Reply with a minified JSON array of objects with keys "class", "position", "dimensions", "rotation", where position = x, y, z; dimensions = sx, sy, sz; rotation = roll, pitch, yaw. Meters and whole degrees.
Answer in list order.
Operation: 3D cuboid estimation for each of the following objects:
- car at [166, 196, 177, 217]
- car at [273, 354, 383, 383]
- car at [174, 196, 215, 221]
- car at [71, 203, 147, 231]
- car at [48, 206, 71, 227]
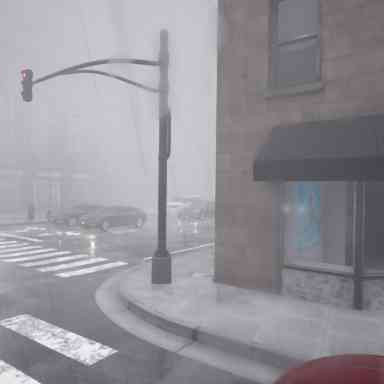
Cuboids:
[{"class":"car","position":[-0.816,1.389,33.050],"dimensions":[2.150,2.045,5.566],"rotation":[1,0,36]},{"class":"car","position":[2.382,1.545,1.254],"dimensions":[4.507,1.381,1.887],"rotation":[0,1,35]},{"class":"car","position":[0.888,1.550,29.847],"dimensions":[2.097,1.767,4.553],"rotation":[1,0,36]},{"class":"car","position":[-5.014,1.616,21.566],"dimensions":[1.837,1.490,4.892],"rotation":[1,0,35]},{"class":"car","position":[-7.666,1.569,23.445],"dimensions":[1.837,1.490,4.892],"rotation":[1,0,35]}]
